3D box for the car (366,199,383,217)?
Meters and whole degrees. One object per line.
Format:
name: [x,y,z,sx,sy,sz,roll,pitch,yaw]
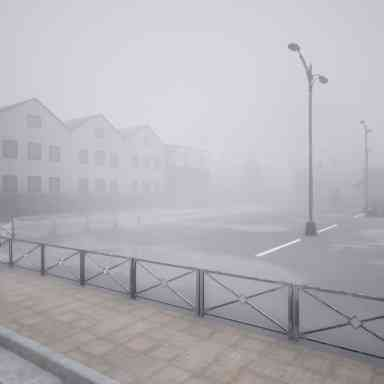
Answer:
car: [15.339,1.298,26.865,2.007,1.523,4.514,0,0,35]
